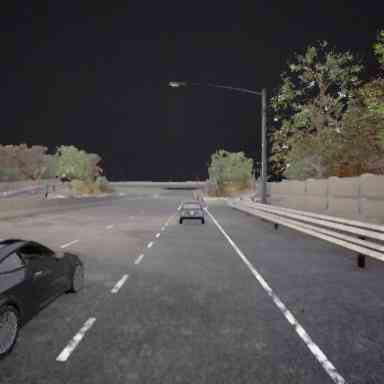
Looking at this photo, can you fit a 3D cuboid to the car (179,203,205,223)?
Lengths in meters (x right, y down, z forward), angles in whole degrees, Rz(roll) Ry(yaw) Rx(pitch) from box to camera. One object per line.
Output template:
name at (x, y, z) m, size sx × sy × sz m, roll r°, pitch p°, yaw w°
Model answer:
car at (-0.006, 1.514, 25.524) m, size 2.033 × 1.411 × 5.357 m, roll 0°, pitch 0°, yaw 0°

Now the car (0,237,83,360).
car at (-3.403, 1.515, 5.778) m, size 1.812 × 1.442 × 4.674 m, roll 0°, pitch 0°, yaw 0°
